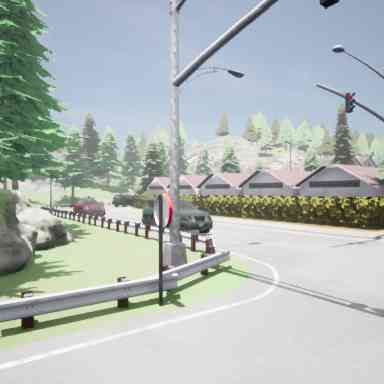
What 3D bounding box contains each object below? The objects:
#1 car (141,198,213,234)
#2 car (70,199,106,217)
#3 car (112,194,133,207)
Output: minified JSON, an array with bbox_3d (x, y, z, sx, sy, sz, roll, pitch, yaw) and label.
[{"bbox_3d":[-1.073,1.412,20.076,2.150,2.045,5.566,0,0,-35],"label":"car"},{"bbox_3d":[-10.273,1.543,33.257,2.097,1.767,4.553,0,0,-34],"label":"car"},{"bbox_3d":[-10.431,1.397,54.080,2.150,2.045,5.566,0,0,37],"label":"car"}]
